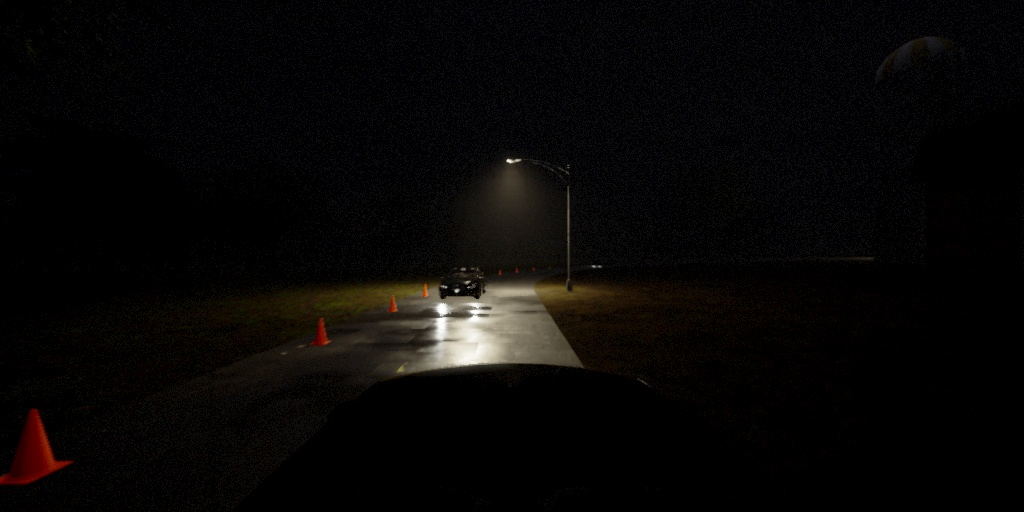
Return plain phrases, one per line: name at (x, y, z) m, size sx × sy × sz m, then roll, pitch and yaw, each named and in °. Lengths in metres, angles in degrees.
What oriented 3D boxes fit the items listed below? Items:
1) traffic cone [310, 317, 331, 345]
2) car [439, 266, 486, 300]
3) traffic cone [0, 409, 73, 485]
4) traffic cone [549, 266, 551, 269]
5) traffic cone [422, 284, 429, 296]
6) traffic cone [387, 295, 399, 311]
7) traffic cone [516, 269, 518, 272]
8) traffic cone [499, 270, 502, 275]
traffic cone at (-4.427, 1.723, 8.311) m, size 0.340 × 0.580 × 0.340 m, roll 0°, pitch 0°, yaw 0°
car at (-2.382, 1.293, 18.190) m, size 1.837 × 1.490 × 4.892 m, roll 0°, pitch 0°, yaw 1°
traffic cone at (-4.424, 1.713, 3.311) m, size 0.340 × 0.580 × 0.340 m, roll 0°, pitch 0°, yaw 0°
traffic cone at (5.607, 1.595, 52.777) m, size 0.340 × 0.580 × 0.340 m, roll 0°, pitch 0°, yaw 34°
traffic cone at (-4.432, 1.745, 18.311) m, size 0.340 × 0.580 × 0.340 m, roll 0°, pitch 0°, yaw 0°
traffic cone at (-4.430, 1.734, 13.311) m, size 0.340 × 0.580 × 0.340 m, roll 0°, pitch 0°, yaw 0°
traffic cone at (0.614, 1.706, 43.634) m, size 0.340 × 0.580 × 0.340 m, roll 0°, pitch 0°, yaw 24°
traffic cone at (-1.269, 1.739, 38.772) m, size 0.340 × 0.580 × 0.340 m, roll 0°, pitch 0°, yaw 19°
